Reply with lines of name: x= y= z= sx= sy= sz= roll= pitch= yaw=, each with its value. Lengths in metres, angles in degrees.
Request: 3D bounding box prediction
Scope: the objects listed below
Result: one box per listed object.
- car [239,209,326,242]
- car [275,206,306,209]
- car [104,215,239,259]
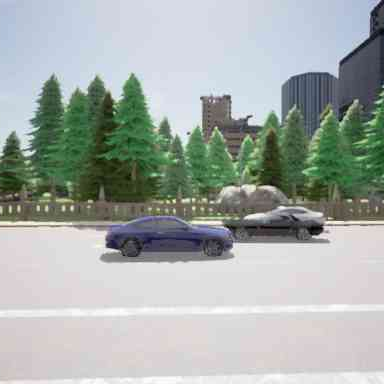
car: x=3.752 y=1.651 z=16.175 sx=4.718 sy=1.301 sz=1.895 roll=0 pitch=0 yaw=-2
car: x=5.502 y=1.578 z=19.730 sx=4.674 sy=1.442 sz=1.812 roll=0 pitch=0 yaw=-2
car: x=-0.840 y=1.573 z=12.310 sx=4.674 sy=1.442 sz=1.812 roll=0 pitch=0 yaw=-2
